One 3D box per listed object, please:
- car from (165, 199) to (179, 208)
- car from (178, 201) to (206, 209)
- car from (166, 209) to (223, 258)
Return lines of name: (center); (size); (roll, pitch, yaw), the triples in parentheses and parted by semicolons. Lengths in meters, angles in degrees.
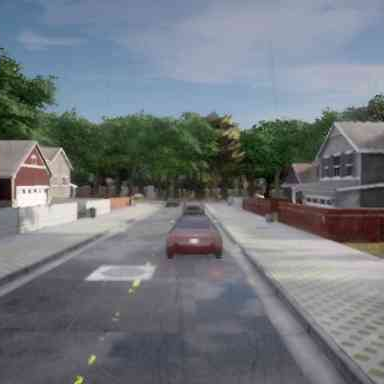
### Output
car: (-2.770, 1.625, 47.443); (1.895, 1.301, 4.718); (0, 0, 1)
car: (0.097, 1.526, 27.741); (1.837, 1.490, 4.892); (0, 0, 0)
car: (0.084, 1.575, 12.865); (1.994, 1.385, 4.181); (0, 0, 0)
